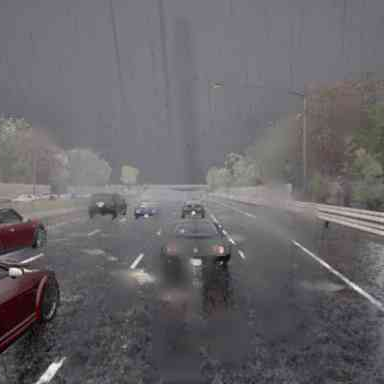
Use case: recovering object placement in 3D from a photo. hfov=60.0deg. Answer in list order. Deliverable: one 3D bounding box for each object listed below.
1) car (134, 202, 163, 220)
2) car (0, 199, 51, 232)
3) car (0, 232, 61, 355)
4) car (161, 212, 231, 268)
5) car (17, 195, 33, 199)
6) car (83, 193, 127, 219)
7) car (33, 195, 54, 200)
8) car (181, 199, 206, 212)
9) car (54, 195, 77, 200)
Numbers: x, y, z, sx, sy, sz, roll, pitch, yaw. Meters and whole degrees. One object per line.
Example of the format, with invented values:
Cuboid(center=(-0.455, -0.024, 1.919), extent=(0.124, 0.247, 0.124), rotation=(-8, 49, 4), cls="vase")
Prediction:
Cuboid(center=(-3.386, 1.477, 26.971), extent=(1.895, 1.301, 4.718), rotation=(0, 0, 0), cls="car")
Cuboid(center=(-6.894, 1.296, 11.455), extent=(2.097, 1.767, 4.553), rotation=(0, 0, 0), cls="car")
Cuboid(center=(-3.402, 1.541, 4.427), extent=(1.994, 1.385, 4.181), rotation=(0, 0, 0), cls="car")
Cuboid(center=(0.106, 1.547, 10.983), extent=(1.895, 1.301, 4.718), rotation=(0, 0, 0), cls="car")
Cuboid(center=(-28.003, 1.295, 55.752), extent=(1.812, 1.442, 4.674), rotation=(0, 0, 1), cls="car")
Cuboid(center=(-6.885, 1.095, 27.630), extent=(2.150, 2.045, 5.566), rotation=(0, 0, 0), cls="car")
Cuboid(center=(-24.506, 1.293, 56.230), extent=(1.812, 1.442, 4.674), rotation=(0, 0, 1), cls="car")
Cuboid(center=(0.115, 1.374, 28.565), extent=(1.837, 1.490, 4.892), rotation=(0, 0, 0), cls="car")
Cuboid(center=(-21.009, 1.245, 56.297), extent=(1.882, 1.535, 5.008), rotation=(0, 0, 1), cls="car")
